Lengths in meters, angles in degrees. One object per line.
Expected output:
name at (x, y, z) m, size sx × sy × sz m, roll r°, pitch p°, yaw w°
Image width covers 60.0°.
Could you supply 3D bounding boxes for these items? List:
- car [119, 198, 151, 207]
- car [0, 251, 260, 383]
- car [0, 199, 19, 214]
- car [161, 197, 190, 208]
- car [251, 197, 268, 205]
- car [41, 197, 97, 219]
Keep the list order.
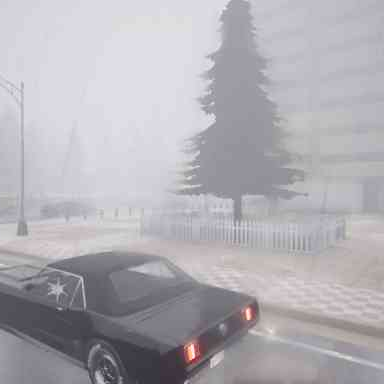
car at (-8.489, 1.547, 50.365) m, size 2.033 × 1.411 × 5.357 m, roll 0°, pitch 0°, yaw 36°
car at (-1.510, 1.601, 5.084) m, size 4.718 × 1.301 × 1.895 m, roll 0°, pitch 0°, yaw 36°
car at (-20.395, 1.477, 33.861) m, size 1.882 × 1.535 × 5.008 m, roll 0°, pitch 0°, yaw 36°
car at (-2.214, 1.351, 46.769) m, size 2.097 × 1.767 × 4.553 m, roll 0°, pitch 0°, yaw 36°
car at (12.435, 1.526, 61.141) m, size 1.812 × 1.442 × 4.674 m, roll 0°, pitch 0°, yaw 35°
car at (-10.651, 1.504, 29.089) m, size 1.837 × 1.490 × 4.892 m, roll 0°, pitch 0°, yaw 36°
